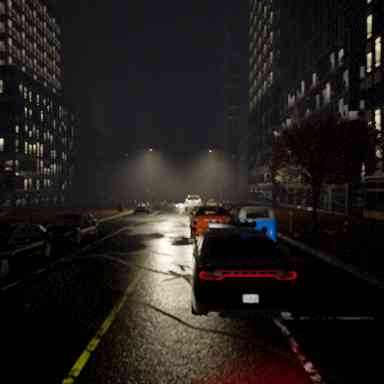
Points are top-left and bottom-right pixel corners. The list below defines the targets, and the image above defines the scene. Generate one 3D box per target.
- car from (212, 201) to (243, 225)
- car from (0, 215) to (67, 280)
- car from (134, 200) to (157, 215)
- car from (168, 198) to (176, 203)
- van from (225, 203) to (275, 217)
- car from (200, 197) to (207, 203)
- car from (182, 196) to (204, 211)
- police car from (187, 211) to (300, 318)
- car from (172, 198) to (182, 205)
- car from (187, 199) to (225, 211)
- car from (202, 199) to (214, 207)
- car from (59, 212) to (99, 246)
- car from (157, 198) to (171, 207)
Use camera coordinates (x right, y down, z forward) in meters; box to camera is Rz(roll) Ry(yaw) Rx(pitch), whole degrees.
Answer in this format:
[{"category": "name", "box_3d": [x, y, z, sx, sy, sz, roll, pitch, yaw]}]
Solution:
[{"category": "car", "box_3d": [2.768, 1.617, 26.791, 1.967, 1.590, 4.097, -1, 0, 0]}, {"category": "car", "box_3d": [-5.666, 1.618, 9.945, 2.008, 1.369, 4.403, -1, 0, 0]}, {"category": "car", "box_3d": [-5.571, 1.810, 38.068, 2.008, 1.369, 4.403, -1, 0, 0]}, {"category": "car", "box_3d": [-5.401, 2.218, 88.691, 1.802, 1.307, 4.206, -1, 0, 0]}, {"category": "van", "box_3d": [2.728, 1.442, 15.543, 1.690, 1.788, 3.998, -1, 0, 0]}, {"category": "car", "box_3d": [2.979, 2.159, 88.833, 1.752, 1.417, 4.829, -1, 0, 0]}, {"category": "car", "box_3d": [0.179, 1.528, 45.104, 2.150, 2.045, 5.566, 0, 0, 0]}, {"category": "police car", "box_3d": [0.928, 1.476, 7.783, 1.930, 1.638, 5.238, 0, 0, 0]}, {"category": "car", "box_3d": [-2.749, 2.011, 73.741, 2.128, 1.511, 4.902, 0, 0, 0]}, {"category": "car", "box_3d": [0.950, 1.468, 17.646, 2.097, 1.767, 4.553, 0, 0, 0]}, {"category": "car", "box_3d": [2.885, 1.984, 60.539, 1.947, 1.339, 4.313, -1, 0, 0]}, {"category": "car", "box_3d": [-5.648, 1.656, 15.569, 2.008, 1.369, 4.403, -1, 0, 0]}, {"category": "car", "box_3d": [-5.498, 1.862, 60.568, 1.967, 1.590, 4.097, -1, 0, 0]}]
